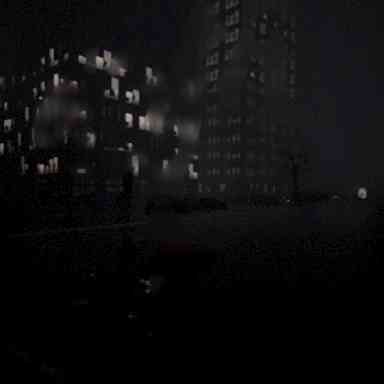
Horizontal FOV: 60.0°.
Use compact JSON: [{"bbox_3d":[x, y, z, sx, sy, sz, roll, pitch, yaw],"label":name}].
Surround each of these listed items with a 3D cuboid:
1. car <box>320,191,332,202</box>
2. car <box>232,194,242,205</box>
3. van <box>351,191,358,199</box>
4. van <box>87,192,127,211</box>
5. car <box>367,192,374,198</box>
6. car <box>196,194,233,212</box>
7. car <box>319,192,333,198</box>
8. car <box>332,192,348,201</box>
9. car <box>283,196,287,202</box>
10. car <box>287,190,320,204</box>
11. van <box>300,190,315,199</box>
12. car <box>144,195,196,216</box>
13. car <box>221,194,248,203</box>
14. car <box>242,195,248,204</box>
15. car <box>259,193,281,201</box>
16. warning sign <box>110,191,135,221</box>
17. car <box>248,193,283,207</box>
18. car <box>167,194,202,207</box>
[{"bbox_3d":[20.270,0.729,53.712,2.192,1.841,5.009,2,1,41],"label":"car"},{"bbox_3d":[6.228,1.050,46.273,1.895,1.301,4.718,1,1,41],"label":"car"},{"bbox_3d":[35.144,0.594,70.934,1.690,1.788,3.998,2,1,41],"label":"van"},{"bbox_3d":[-8.462,0.894,33.454,1.690,1.788,3.998,2,1,41],"label":"van"},{"bbox_3d":[38.860,0.764,75.243,2.008,1.369,4.403,2,1,41],"label":"car"},{"bbox_3d":[1.725,1.183,32.149,1.947,1.339,4.313,2,1,41],"label":"car"},{"bbox_3d":[32.531,0.677,80.736,1.947,1.339,4.313,2,1,41],"label":"car"},{"bbox_3d":[27.816,0.858,62.455,1.752,1.417,4.829,2,1,41],"label":"car"},{"bbox_3d":[16.388,1.002,53.352,1.895,1.301,4.718,1,1,41],"label":"car"},{"bbox_3d":[16.551,0.770,49.407,2.192,1.841,5.009,2,1,41],"label":"car"},{"bbox_3d":[25.096,0.532,72.121,1.690,1.788,3.998,2,1,41],"label":"van"},{"bbox_3d":[-1.949,1.099,27.805,1.967,1.590,4.097,2,1,41],"label":"car"},{"bbox_3d":[6.499,0.958,50.598,1.947,1.339,4.313,2,1,41],"label":"car"},{"bbox_3d":[9.396,0.970,45.184,2.128,1.511,4.902,1,1,41],"label":"car"},{"bbox_3d":[13.938,0.877,59.209,1.947,1.339,4.313,2,1,41],"label":"car"},{"bbox_3d":[-4.482,0.848,21.440,1.300,1.860,1.060,0,0,41],"label":"warning sign"},{"bbox_3d":[9.111,1.117,40.802,1.802,1.307,4.206,2,1,41],"label":"car"},{"bbox_3d":[-0.943,1.018,41.995,1.887,1.381,4.507,2,1,41],"label":"car"}]
